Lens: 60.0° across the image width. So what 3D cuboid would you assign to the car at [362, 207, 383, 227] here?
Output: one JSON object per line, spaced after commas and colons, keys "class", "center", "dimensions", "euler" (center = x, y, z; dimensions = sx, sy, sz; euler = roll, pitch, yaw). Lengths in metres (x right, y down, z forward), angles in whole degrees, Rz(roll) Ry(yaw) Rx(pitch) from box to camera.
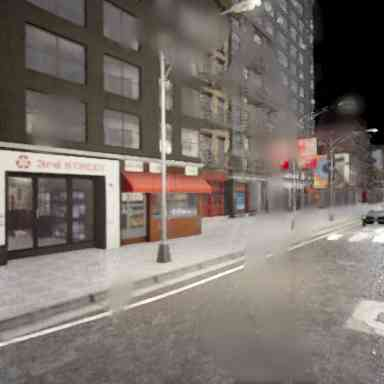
{"class": "car", "center": [13.831, 1.848, 24.454], "dimensions": [1.895, 1.301, 4.718], "euler": [-1, -1, 36]}
